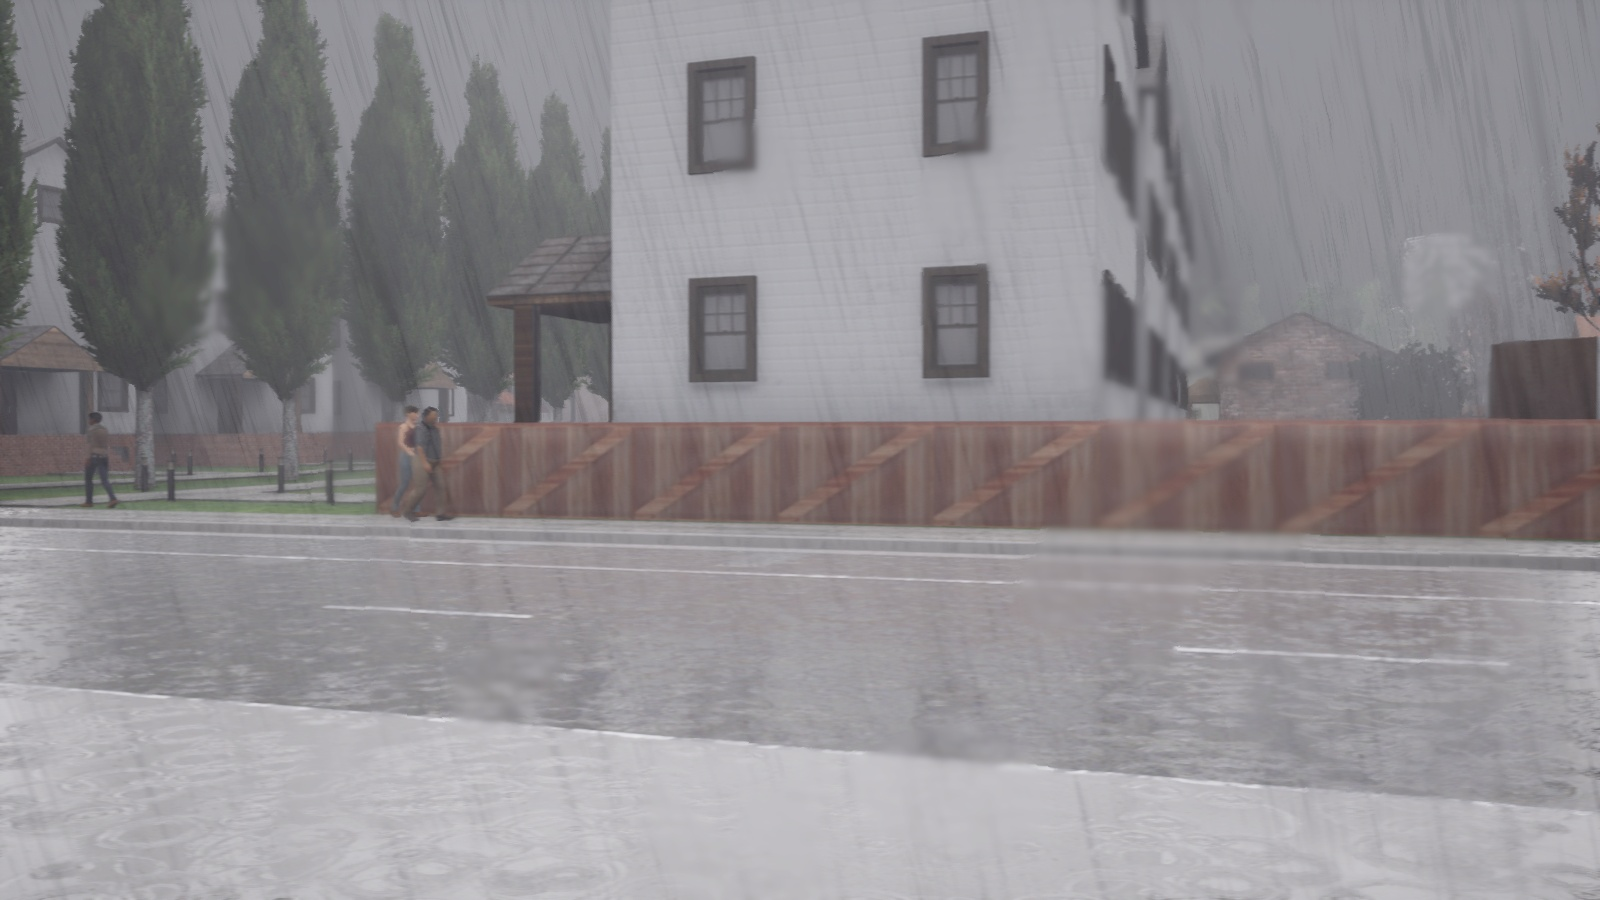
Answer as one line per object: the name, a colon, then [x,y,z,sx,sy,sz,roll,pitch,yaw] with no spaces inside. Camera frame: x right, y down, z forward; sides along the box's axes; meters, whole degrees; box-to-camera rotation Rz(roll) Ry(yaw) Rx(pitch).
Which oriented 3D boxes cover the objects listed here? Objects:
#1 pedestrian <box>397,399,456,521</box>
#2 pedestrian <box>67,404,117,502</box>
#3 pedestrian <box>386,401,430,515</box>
pedestrian: [-5.818,0.147,19.554,0.694,1.848,0.540,1,1,25]
pedestrian: [-13.227,0.056,23.461,0.869,1.805,0.328,1,1,20]
pedestrian: [-6.378,0.130,20.447,0.594,1.836,0.345,1,1,20]
